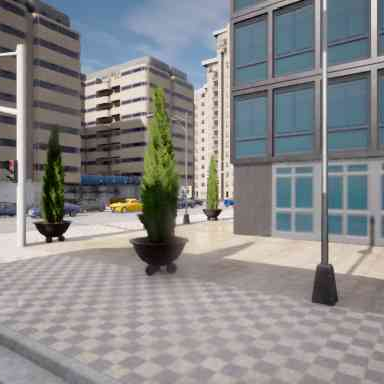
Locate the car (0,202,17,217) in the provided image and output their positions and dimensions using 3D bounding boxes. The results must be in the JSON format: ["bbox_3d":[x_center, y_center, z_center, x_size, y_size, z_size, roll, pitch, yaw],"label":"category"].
[{"bbox_3d":[-17.084,1.603,29.700,2.033,1.411,5.357,0,0,35],"label":"car"}]

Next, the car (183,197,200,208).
[{"bbox_3d":[-1.327,1.581,45.860,1.812,1.442,4.674,0,0,35],"label":"car"}]

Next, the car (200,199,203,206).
[{"bbox_3d":[0.031,1.581,53.783,1.812,1.442,4.674,0,0,36],"label":"car"}]

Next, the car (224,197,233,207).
[{"bbox_3d":[6.740,1.533,50.885,1.882,1.535,5.008,0,0,35],"label":"car"}]

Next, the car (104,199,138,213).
[{"bbox_3d":[-7.105,1.533,37.731,1.882,1.535,5.008,0,0,35],"label":"car"}]

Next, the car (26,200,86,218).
[{"bbox_3d":[-12.428,1.581,30.182,1.812,1.442,4.674,0,0,35],"label":"car"}]

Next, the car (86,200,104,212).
[{"bbox_3d":[-11.748,1.619,37.230,1.994,1.385,4.181,0,0,35],"label":"car"}]
